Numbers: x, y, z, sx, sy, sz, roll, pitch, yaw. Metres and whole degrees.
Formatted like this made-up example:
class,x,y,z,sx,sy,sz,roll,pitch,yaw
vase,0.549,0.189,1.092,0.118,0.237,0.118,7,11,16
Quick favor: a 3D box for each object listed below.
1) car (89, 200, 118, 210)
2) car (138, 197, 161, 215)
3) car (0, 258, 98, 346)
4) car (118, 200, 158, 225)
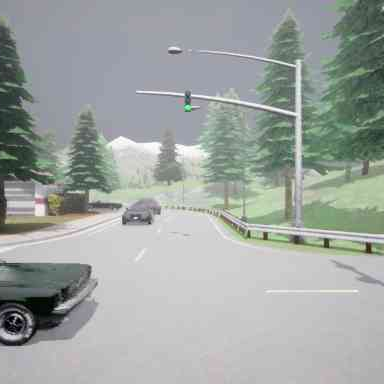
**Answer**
class,x,y,z,sx,sy,sz,roll,pitch,yaw
car,-11.147,1.608,41.838,4.718,1.301,1.895,0,0,14
car,-4.618,1.352,34.062,2.097,1.767,4.553,0,0,-19
car,-4.141,1.625,5.696,4.718,1.301,1.895,0,0,-1
car,-3.840,1.564,24.267,1.994,1.385,4.181,0,0,-2
